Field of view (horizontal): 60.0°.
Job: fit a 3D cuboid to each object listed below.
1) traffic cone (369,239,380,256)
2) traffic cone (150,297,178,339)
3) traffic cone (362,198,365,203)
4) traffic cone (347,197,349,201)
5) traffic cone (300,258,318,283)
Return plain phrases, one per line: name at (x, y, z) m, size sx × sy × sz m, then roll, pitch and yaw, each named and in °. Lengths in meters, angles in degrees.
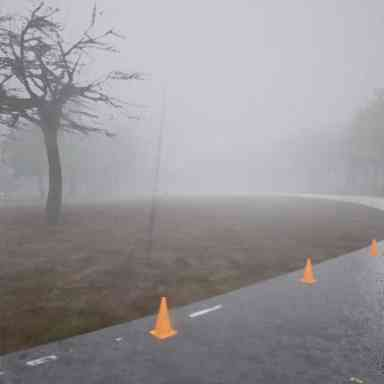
traffic cone at (6.716, 2.033, 12.242) m, size 0.340 × 0.580 × 0.340 m, roll 0°, pitch -1°, yaw -44°
traffic cone at (-0.460, 2.030, 5.477) m, size 0.340 × 0.580 × 0.340 m, roll 1°, pitch -1°, yaw -41°
traffic cone at (21.242, 1.062, 41.184) m, size 0.340 × 0.580 × 0.340 m, roll -2°, pitch 2°, yaw 6°
traffic cone at (21.516, 0.878, 45.897) m, size 0.340 × 0.580 × 0.340 m, roll -2°, pitch 2°, yaw 1°
traffic cone at (3.096, 2.052, 8.792) m, size 0.340 × 0.580 × 0.340 m, roll 0°, pitch -1°, yaw -44°
